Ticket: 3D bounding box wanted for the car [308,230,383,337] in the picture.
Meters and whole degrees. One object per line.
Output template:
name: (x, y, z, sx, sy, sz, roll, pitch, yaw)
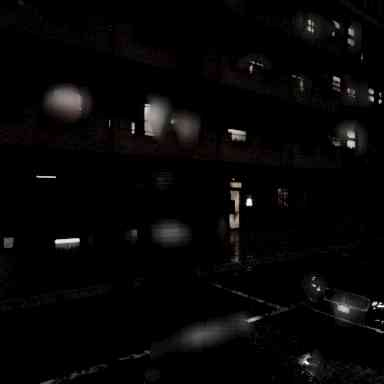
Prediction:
car: (4.249, 1.508, 6.408, 4.892, 1.490, 1.837, 0, 0, -35)
